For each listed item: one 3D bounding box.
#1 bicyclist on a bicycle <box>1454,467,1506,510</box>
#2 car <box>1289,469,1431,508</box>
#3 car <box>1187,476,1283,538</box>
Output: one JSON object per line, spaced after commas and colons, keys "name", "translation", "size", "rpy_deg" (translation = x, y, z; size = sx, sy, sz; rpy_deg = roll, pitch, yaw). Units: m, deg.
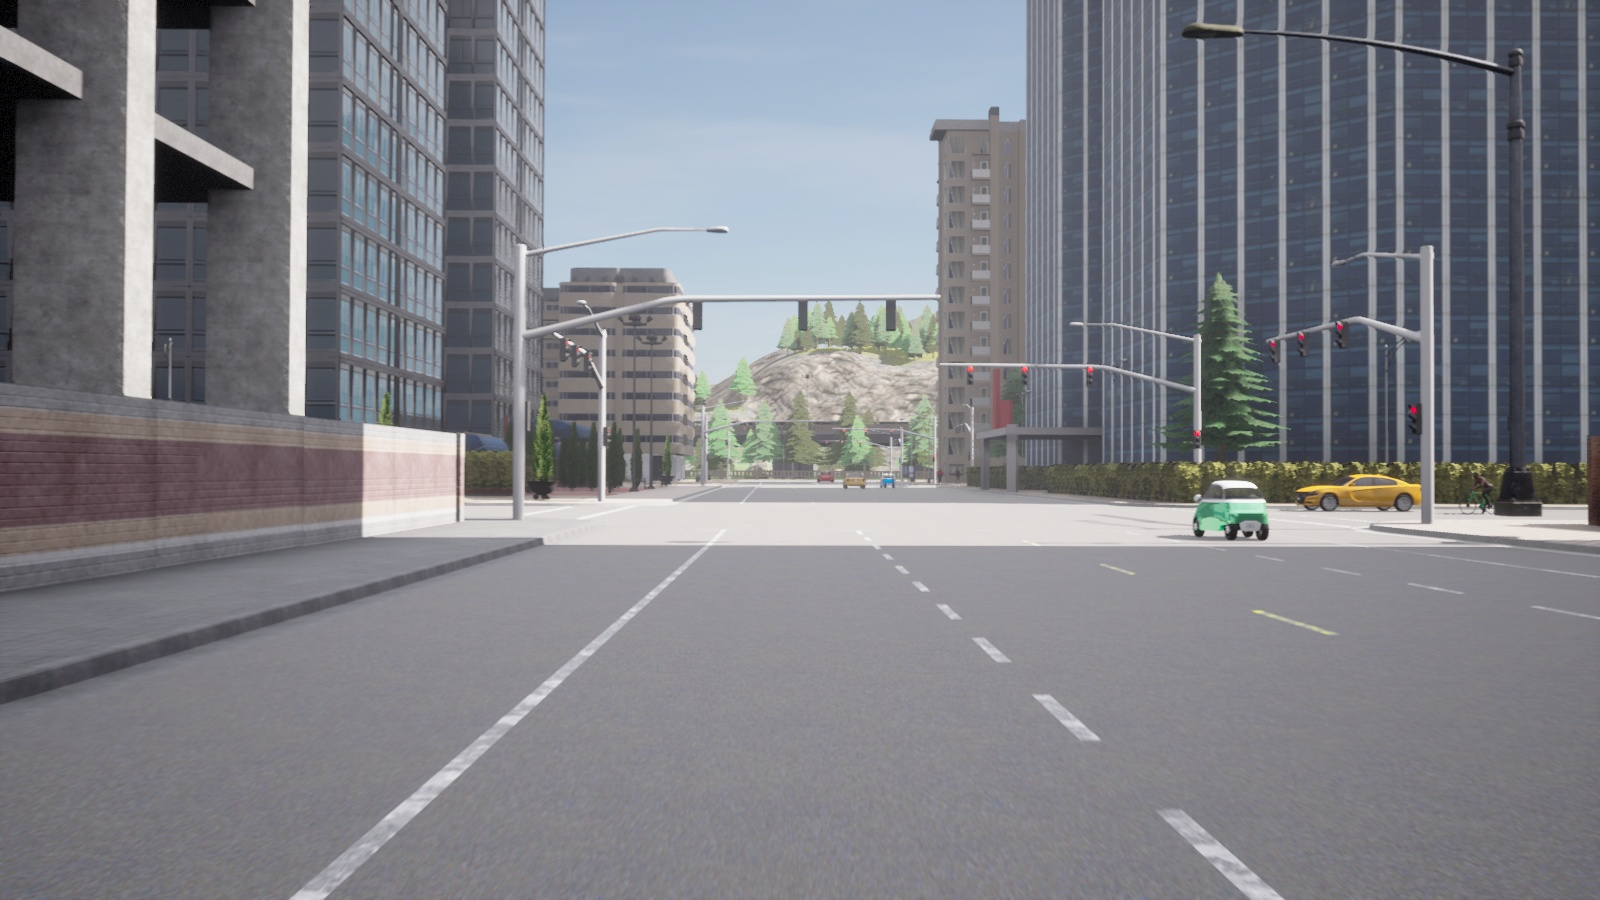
{"name": "bicyclist on a bicycle", "translation": [26.217, 1.474, 48.414], "size": [1.656, 1.620, 0.582], "rpy_deg": [-1, -1, -1]}
{"name": "car", "translation": [23.068, 1.569, 51.865], "size": [5.008, 1.535, 1.882], "rpy_deg": [0, -1, -1]}
{"name": "car", "translation": [10.311, 1.329, 29.871], "size": [1.481, 1.376, 2.207], "rpy_deg": [0, -1, -1]}
